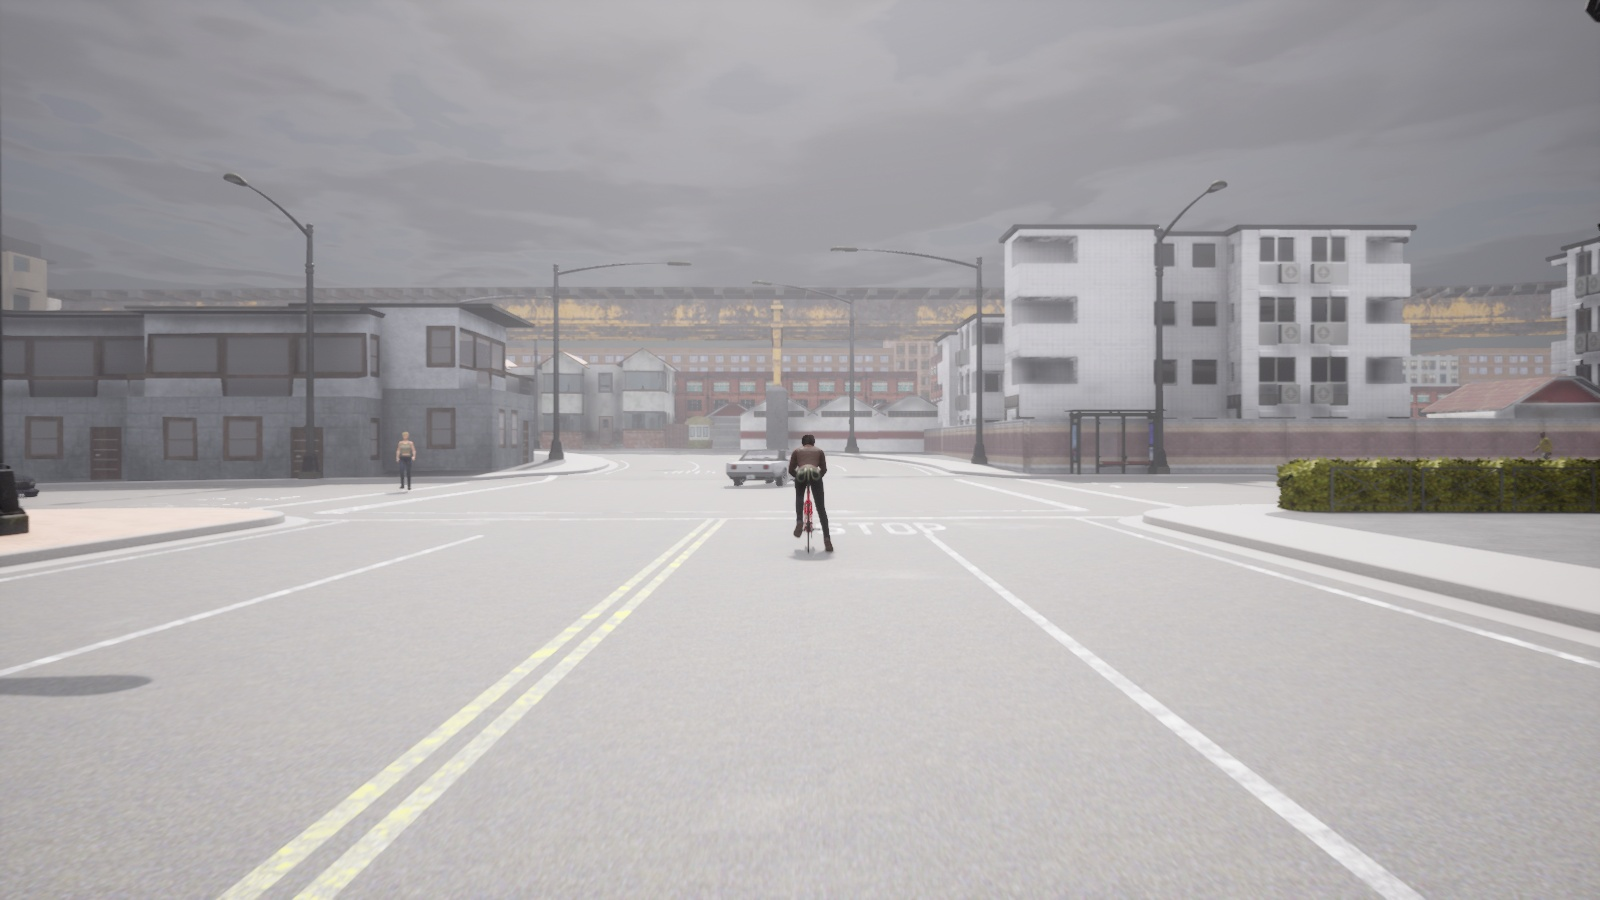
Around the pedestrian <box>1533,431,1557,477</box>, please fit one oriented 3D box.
[{"bbox_3d":[29.856,0.142,50.334,0.726,1.835,0.370,0,0,2],"label":"pedestrian"}]

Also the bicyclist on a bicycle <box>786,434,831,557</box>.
[{"bbox_3d":[0.115,0.601,17.381,0.582,1.620,1.656,0,0,0],"label":"bicyclist on a bicycle"}]

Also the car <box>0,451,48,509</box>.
[{"bbox_3d":[-22.224,0.758,31.574,5.357,1.411,2.033,-1,0,-1],"label":"car"}]

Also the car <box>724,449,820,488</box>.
[{"bbox_3d":[-0.921,0.618,45.110,1.895,1.301,4.718,0,0,20],"label":"car"}]

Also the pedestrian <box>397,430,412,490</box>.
[{"bbox_3d":[-12.346,0.309,39.219,0.345,1.836,0.594,0,0,-6],"label":"pedestrian"}]
